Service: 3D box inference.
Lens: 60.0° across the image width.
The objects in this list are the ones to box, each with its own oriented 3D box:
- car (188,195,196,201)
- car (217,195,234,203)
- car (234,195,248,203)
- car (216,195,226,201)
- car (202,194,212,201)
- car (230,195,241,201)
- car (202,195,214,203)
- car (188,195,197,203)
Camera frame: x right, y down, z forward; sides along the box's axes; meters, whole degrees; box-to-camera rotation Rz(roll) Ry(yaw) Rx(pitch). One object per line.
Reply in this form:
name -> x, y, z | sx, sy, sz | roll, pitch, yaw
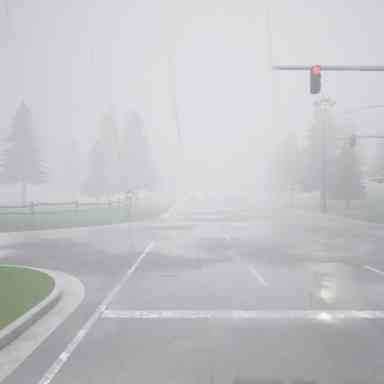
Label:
car -> 0.060, 1.427, 80.794 | 1.895, 1.301, 4.718 | 0, 0, 0
car -> 7.052, 1.517, 70.339 | 2.128, 1.511, 4.902 | 0, 0, 0
car -> 10.552, 1.531, 70.336 | 2.033, 1.411, 5.357 | 0, 0, 0
car -> 7.060, 1.427, 80.789 | 1.895, 1.301, 4.718 | 0, 0, 0
car -> 3.560, 1.357, 80.762 | 2.128, 1.511, 4.902 | 0, 0, 0
car -> 10.560, 1.427, 80.786 | 1.895, 1.301, 4.718 | 0, 0, 0
car -> 3.552, 1.469, 70.342 | 1.882, 1.535, 5.008 | 0, 0, 0
car -> 0.052, 1.517, 70.344 | 2.128, 1.511, 4.902 | 0, 0, 0
